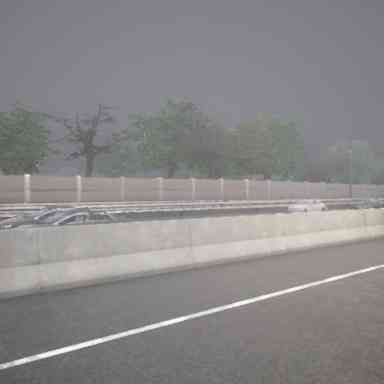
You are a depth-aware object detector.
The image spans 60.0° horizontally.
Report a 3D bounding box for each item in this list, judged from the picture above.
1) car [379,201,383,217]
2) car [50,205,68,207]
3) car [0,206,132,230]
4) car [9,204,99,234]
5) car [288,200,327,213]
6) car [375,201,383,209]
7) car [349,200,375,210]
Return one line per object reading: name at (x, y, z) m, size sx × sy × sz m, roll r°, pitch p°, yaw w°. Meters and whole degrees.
car at (19.690, 1.563, 30.734) m, size 5.357 × 1.411 × 2.033 m, roll 0°, pitch 0°, yaw -35°
car at (-6.775, 1.492, 16.349) m, size 4.902 × 1.511 × 2.128 m, roll 0°, pitch 0°, yaw -35°
car at (-4.744, 1.492, 13.498) m, size 4.902 × 1.511 × 2.128 m, roll 0°, pitch 0°, yaw -35°
car at (-8.101, 1.526, 19.701) m, size 4.674 × 1.442 × 1.812 m, roll 0°, pitch 0°, yaw -35°
car at (11.780, 1.537, 33.750) m, size 4.674 × 1.442 × 1.812 m, roll 0°, pitch 0°, yaw -35°
car at (7.555, 1.226, 9.112) m, size 5.566 × 2.045 × 2.150 m, roll 0°, pitch 0°, yaw -35°
car at (18.217, 1.563, 33.979) m, size 5.357 × 1.411 × 2.033 m, roll 0°, pitch 0°, yaw -35°
